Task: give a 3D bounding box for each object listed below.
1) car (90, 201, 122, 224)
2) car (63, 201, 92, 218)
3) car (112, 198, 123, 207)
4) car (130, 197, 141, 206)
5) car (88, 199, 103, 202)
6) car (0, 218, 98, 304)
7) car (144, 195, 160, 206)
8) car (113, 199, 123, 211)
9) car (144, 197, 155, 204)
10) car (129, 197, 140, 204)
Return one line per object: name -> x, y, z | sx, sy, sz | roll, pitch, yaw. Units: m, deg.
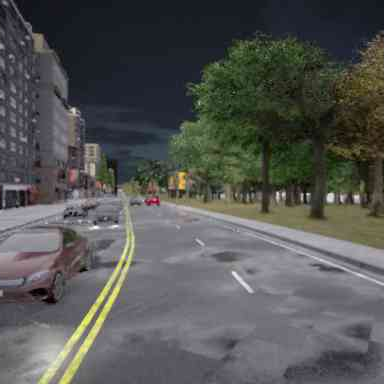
car -> -6.776, 1.722, 26.612 | 1.837, 1.490, 4.892 | 0, 0, -11
car -> -11.205, 1.829, 32.286 | 1.994, 1.385, 4.181 | 0, 0, -11
car -> -13.252, 1.909, 59.256 | 1.812, 1.442, 4.674 | 0, 0, -11
car -> -10.473, 1.980, 61.926 | 1.895, 1.301, 4.718 | 0, 0, -11
car -> -14.245, 1.821, 47.627 | 1.882, 1.535, 5.008 | 0, -1, -11
car -> -3.853, 1.635, 8.467 | 1.812, 1.442, 4.674 | 0, 0, -5
car -> -7.207, 1.585, 62.160 | 2.150, 2.045, 5.566 | 0, 0, -11
car -> -10.540, 1.879, 45.562 | 1.994, 1.385, 4.181 | 0, 0, -11
car -> -9.254, 1.796, 72.345 | 1.994, 1.385, 4.181 | 0, 0, -11
car -> -12.440, 1.798, 71.704 | 2.033, 1.411, 5.357 | 0, 0, -11
